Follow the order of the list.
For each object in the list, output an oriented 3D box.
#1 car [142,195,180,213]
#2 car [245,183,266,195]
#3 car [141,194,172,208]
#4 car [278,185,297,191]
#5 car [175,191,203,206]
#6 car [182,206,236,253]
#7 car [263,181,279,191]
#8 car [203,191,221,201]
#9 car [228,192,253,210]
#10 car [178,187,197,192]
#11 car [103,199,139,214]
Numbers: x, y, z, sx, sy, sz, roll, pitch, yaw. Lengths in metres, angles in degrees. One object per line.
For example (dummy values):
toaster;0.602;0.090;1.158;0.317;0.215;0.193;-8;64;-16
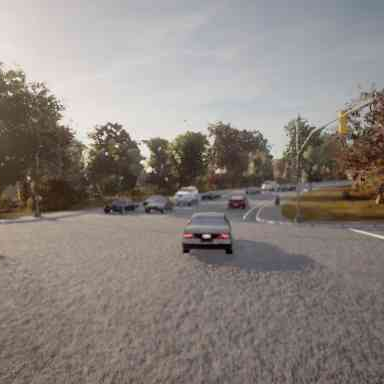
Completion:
car;-3.176;1.335;33.958;2.033;1.411;5.357;0;1;13
car;11.301;-0.246;61.274;2.128;1.511;4.902;0;4;30
car;-4.416;1.111;42.319;2.033;1.411;5.357;0;2;18
car;20.161;-0.878;68.964;1.895;1.301;4.718;0;4;35
car;-0.508;1.027;43.001;1.812;1.442;4.674;0;2;19
car;0.698;1.496;13.432;2.033;1.411;5.357;0;0;5
car;16.622;-1.297;69.984;2.150;2.045;5.566;0;4;35
car;3.034;0.601;52.392;1.895;1.301;4.718;0;3;23
car;5.378;1.112;37.831;1.882;1.535;5.008;0;2;17
car;-0.787;0.304;52.292;2.150;2.045;5.566;0;3;21
car;-6.971;1.417;33.030;1.895;1.301;4.718;0;1;13
